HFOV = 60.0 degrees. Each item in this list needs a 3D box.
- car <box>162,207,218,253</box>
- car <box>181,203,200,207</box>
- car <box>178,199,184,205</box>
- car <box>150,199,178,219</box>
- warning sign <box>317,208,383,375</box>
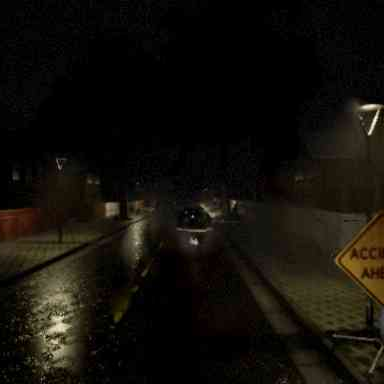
[{"bbox_3d":[0.093,1.647,14.507,2.128,1.511,4.902,0,0,0],"label":"car"},{"bbox_3d":[0.100,1.954,32.315,1.895,1.301,4.718,0,-1,0],"label":"car"},{"bbox_3d":[-2.743,2.286,74.295,1.882,1.535,5.008,0,-1,0],"label":"car"},{"bbox_3d":[-2.845,1.711,32.875,2.097,1.767,4.553,0,-1,0],"label":"car"},{"bbox_3d":[2.505,1.163,4.356,1.300,1.860,1.060,-1,-1,0],"label":"warning sign"}]
